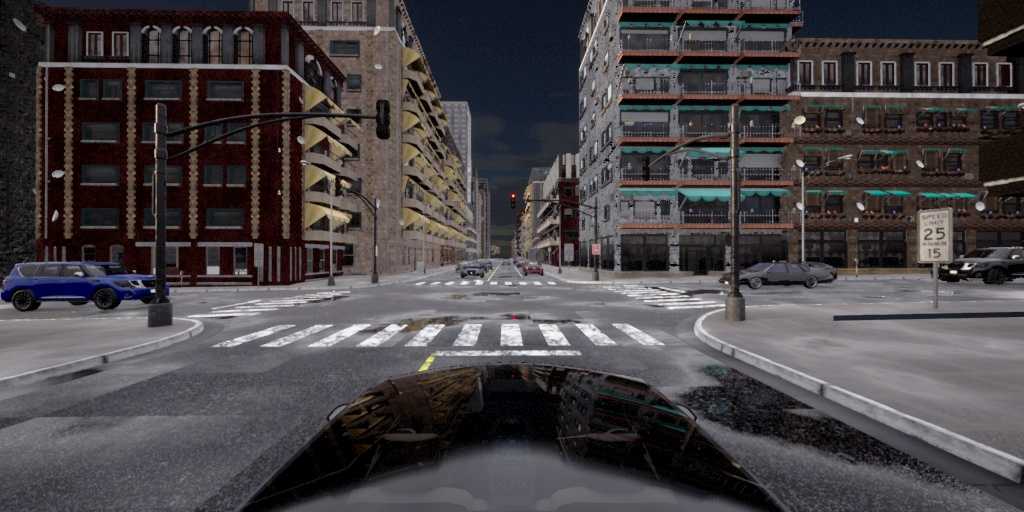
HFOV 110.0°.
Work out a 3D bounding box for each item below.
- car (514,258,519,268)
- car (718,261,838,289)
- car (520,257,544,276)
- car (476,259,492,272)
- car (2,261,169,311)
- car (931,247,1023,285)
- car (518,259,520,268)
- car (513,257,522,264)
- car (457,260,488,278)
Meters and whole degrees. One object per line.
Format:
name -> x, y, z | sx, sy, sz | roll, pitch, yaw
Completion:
car -> 1.759, 1.342, 58.861 | 1.802, 1.307, 4.207 | 0, 0, -1
car -> 14.450, 1.040, 19.755 | 5.357, 1.411, 2.033 | -1, 0, -1
car -> 2.125, 1.193, 36.727 | 1.967, 1.591, 4.097 | 0, 0, -1
car -> -3.774, 1.356, 43.518 | 1.895, 1.301, 4.718 | 0, 0, -1
car -> -18.653, 1.243, 15.845 | 5.566, 2.045, 2.150 | -1, 0, -1
car -> 27.358, 0.507, 20.032 | 5.566, 2.045, 2.150 | -1, 0, -1
car -> 2.034, 1.305, 42.260 | 2.007, 1.370, 4.403 | 0, 0, -1
car -> 1.668, 1.344, 64.394 | 1.802, 1.307, 4.207 | 0, 0, -1
car -> -3.612, 1.317, 33.625 | 1.994, 1.385, 4.181 | 0, 0, -1
